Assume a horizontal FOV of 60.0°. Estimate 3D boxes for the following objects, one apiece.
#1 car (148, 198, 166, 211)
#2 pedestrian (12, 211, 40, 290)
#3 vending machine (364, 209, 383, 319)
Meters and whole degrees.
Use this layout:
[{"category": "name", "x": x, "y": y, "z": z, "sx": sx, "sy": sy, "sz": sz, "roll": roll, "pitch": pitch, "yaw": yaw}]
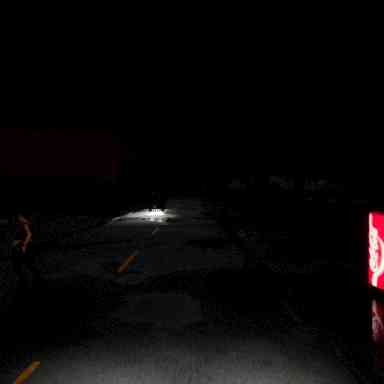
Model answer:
[{"category": "car", "x": -4.308, "y": 1.491, "z": 40.925, "sx": 2.128, "sy": 1.511, "sz": 4.902, "roll": 0, "pitch": 0, "yaw": 0}, {"category": "pedestrian", "x": -3.816, "y": 1.294, "z": 7.625, "sx": 0.375, "sy": 1.860, "sz": 0.375, "roll": 0, "pitch": 0, "yaw": 0}, {"category": "vending machine", "x": 4.262, "y": 1.415, "z": 6.736, "sx": 1.100, "sy": 2.100, "sz": 0.880, "roll": 0, "pitch": 0, "yaw": 0}]
